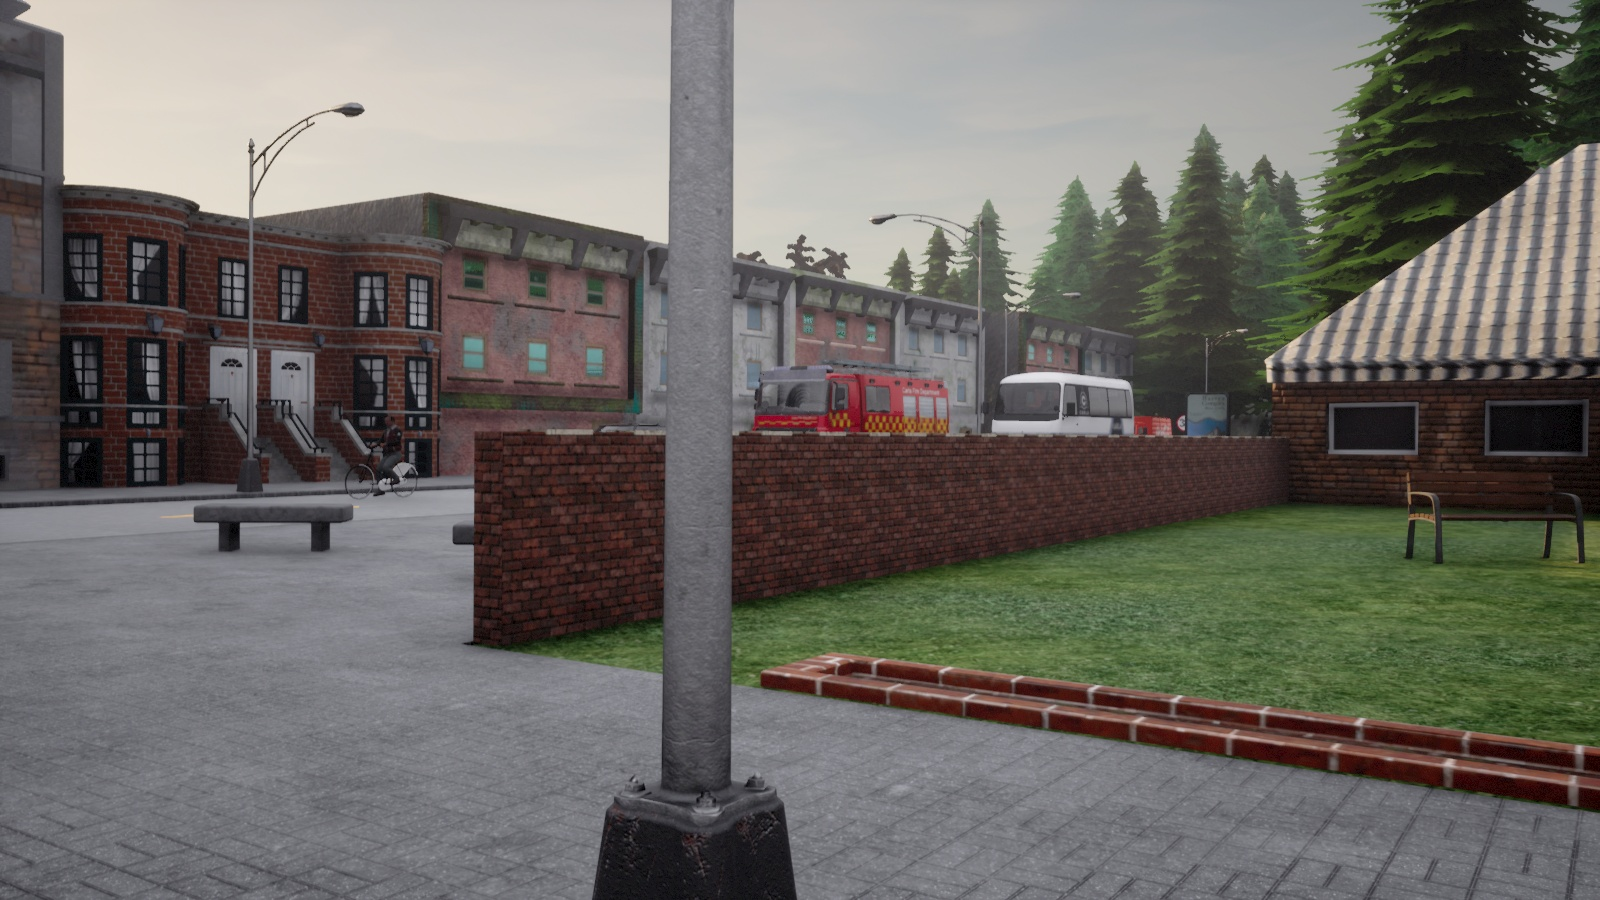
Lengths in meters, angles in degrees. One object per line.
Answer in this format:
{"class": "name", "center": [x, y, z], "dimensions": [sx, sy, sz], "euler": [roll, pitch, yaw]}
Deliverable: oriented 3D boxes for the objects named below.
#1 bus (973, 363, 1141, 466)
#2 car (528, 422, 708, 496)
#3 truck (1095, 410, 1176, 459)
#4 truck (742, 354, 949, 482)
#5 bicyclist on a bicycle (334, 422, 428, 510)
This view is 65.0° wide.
{"class": "bus", "center": [11.945, -1.548, 57.364], "dimensions": [3.944, 4.253, 10.273], "euler": [0, 1, 33]}
{"class": "car", "center": [-4.611, 0.175, 32.551], "dimensions": [2.097, 1.767, 4.553], "euler": [0, 1, 34]}
{"class": "truck", "center": [17.688, -0.830, 66.006], "dimensions": [2.627, 2.467, 5.204], "euler": [0, 1, 33]}
{"class": "truck", "center": [1.742, -1.035, 42.073], "dimensions": [2.891, 3.827, 8.468], "euler": [0, 1, 34]}
{"class": "bicyclist on a bicycle", "center": [-8.760, 0.310, 26.308], "dimensions": [0.659, 1.776, 1.843], "euler": [0, 1, 34]}
